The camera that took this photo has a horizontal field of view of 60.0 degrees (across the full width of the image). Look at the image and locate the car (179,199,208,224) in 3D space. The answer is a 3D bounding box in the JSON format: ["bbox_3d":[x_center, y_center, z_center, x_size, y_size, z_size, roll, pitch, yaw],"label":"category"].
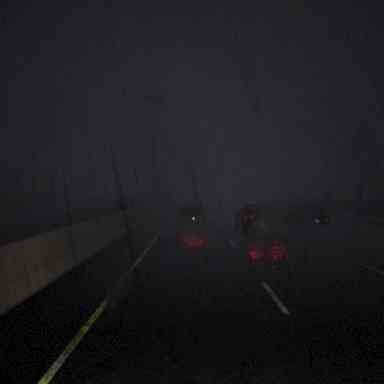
[{"bbox_3d":[0.102,1.478,24.347,1.837,1.490,4.892,0,0,0],"label":"car"}]

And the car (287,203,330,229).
[{"bbox_3d":[7.101,1.466,21.256,2.128,1.511,4.902,0,0,0],"label":"car"}]

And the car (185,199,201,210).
[{"bbox_3d":[0.103,1.552,42.038,1.895,1.301,4.718,0,0,0],"label":"car"}]

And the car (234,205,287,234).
[{"bbox_3d":[3.602,1.469,19.227,2.128,1.511,4.902,0,0,0],"label":"car"}]
